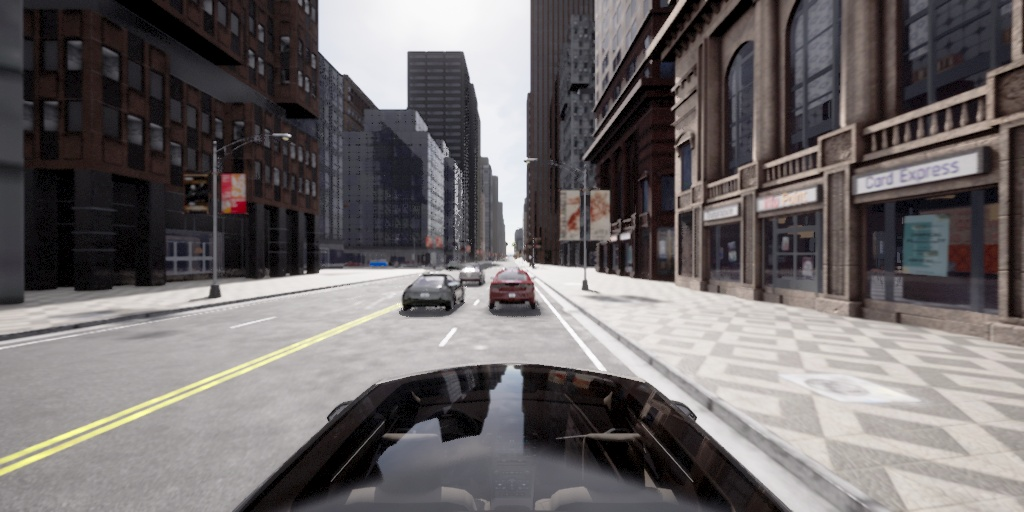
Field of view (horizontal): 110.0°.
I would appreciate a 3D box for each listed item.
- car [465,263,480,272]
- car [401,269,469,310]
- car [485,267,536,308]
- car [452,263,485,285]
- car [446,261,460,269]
[{"bbox_3d":[-6.551,1.866,60.022,1.895,1.301,4.718,0,0,1],"label":"car"},{"bbox_3d":[-3.228,1.440,15.371,1.994,1.385,4.181,0,0,1],"label":"car"},{"bbox_3d":[0.031,1.360,16.089,1.882,1.535,5.008,0,0,1],"label":"car"},{"bbox_3d":[-3.238,1.548,29.370,2.033,1.411,5.357,0,0,0],"label":"car"},{"bbox_3d":[-9.803,1.620,60.360,2.097,1.767,4.553,0,-1,1],"label":"car"}]
